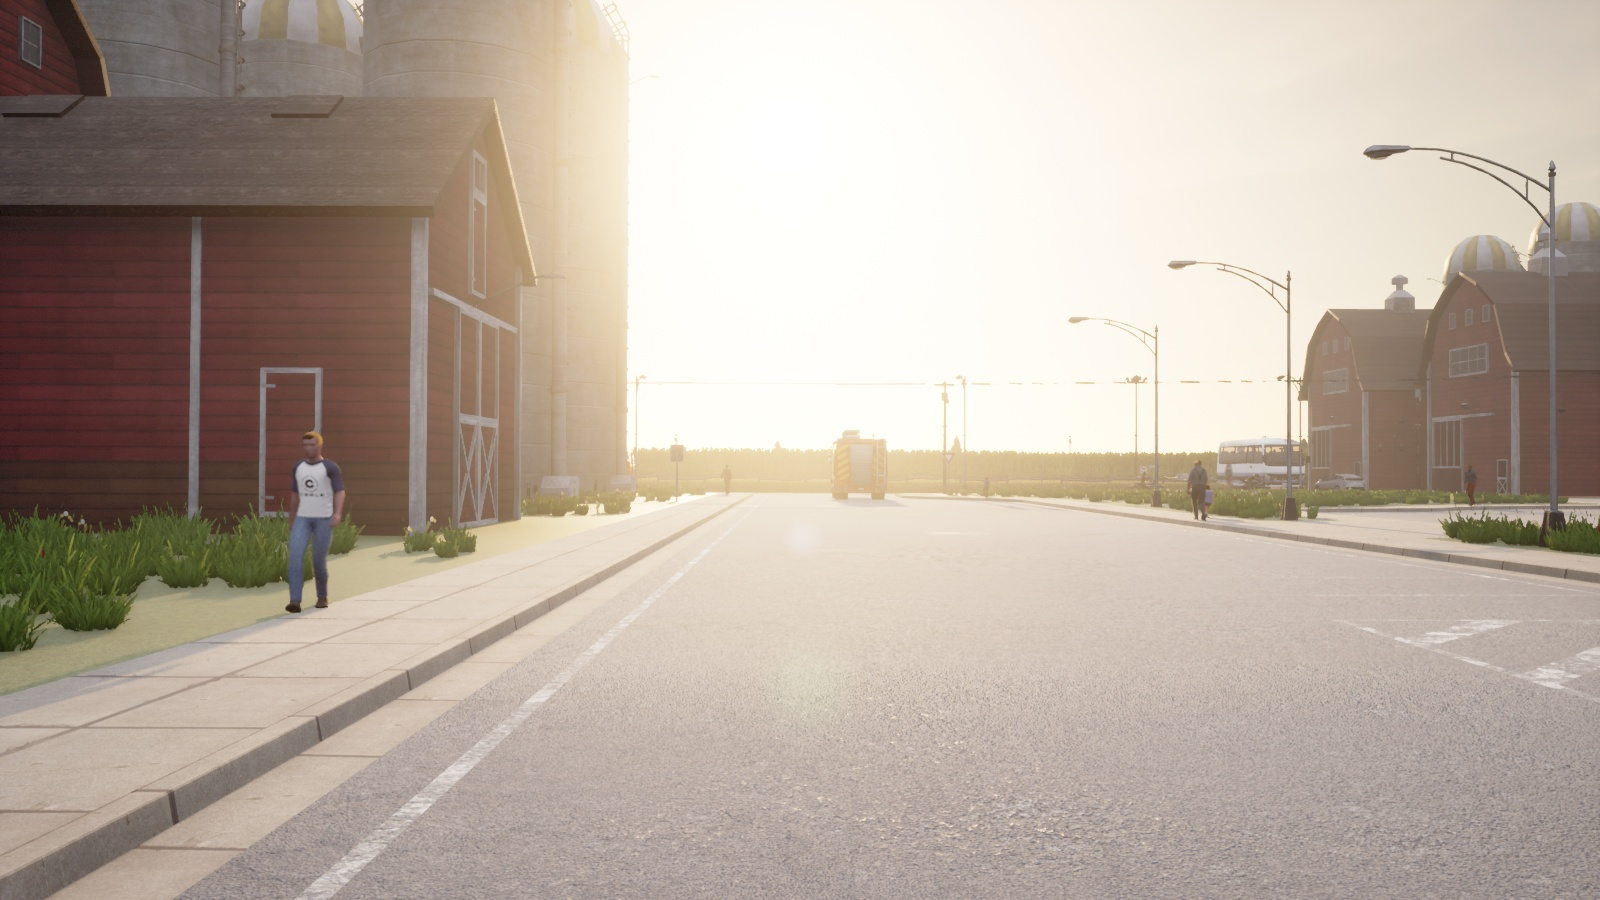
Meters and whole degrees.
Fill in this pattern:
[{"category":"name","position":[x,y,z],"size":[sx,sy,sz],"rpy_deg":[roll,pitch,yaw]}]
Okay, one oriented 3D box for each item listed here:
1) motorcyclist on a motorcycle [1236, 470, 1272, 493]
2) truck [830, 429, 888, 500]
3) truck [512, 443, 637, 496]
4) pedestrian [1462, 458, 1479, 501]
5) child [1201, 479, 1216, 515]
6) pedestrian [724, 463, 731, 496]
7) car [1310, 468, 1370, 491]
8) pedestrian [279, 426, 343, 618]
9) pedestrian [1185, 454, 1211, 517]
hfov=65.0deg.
[{"category":"motorcyclist on a motorcycle","position":[30.621,2.136,84.730],"size":[2.191,1.530,0.866],"rpy_deg":[0,-1,-13]},{"category":"truck","position":[3.311,0.847,72.259],"size":[2.891,3.827,8.468],"rpy_deg":[0,-1,0]},{"category":"truck","position":[-15.133,1.311,84.626],"size":[7.936,3.462,2.891],"rpy_deg":[0,-1,1]},{"category":"pedestrian","position":[29.138,1.268,54.588],"size":[0.614,1.847,0.353],"rpy_deg":[0,-1,-29]},{"category":"child","position":[12.557,1.446,38.592],"size":[0.255,1.110,0.394],"rpy_deg":[0,-1,-10]},{"category":"pedestrian","position":[-4.307,1.737,74.639],"size":[0.423,1.949,0.788],"rpy_deg":[0,-1,0]},{"category":"car","position":[37.999,2.082,88.439],"size":[2.007,1.525,4.514],"rpy_deg":[0,-1,-4]},{"category":"pedestrian","position":[-4.815,0.697,12.392],"size":[0.354,1.836,0.706],"rpy_deg":[0,-1,-1]},{"category":"pedestrian","position":[11.667,1.040,36.812],"size":[0.540,1.848,0.694],"rpy_deg":[0,-1,0]}]
